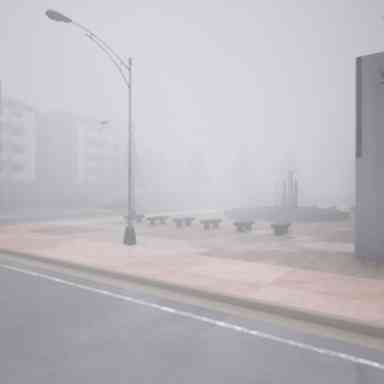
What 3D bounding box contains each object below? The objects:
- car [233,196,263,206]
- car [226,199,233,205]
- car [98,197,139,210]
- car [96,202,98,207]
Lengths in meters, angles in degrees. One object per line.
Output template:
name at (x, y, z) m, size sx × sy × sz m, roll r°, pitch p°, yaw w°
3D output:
car at (9.504, 1.529, 54.723) m, size 4.181 × 1.385 × 1.994 m, roll 0°, pitch 0°, yaw -21°
car at (8.104, 1.486, 57.932) m, size 4.674 × 1.442 × 1.812 m, roll 0°, pitch 0°, yaw -22°
car at (-8.791, 1.458, 41.417) m, size 1.837 × 1.490 × 4.892 m, roll -1°, pitch 0°, yaw 40°
car at (-10.481, 1.440, 44.841) m, size 2.128 × 1.511 × 4.902 m, roll 0°, pitch 0°, yaw 43°
